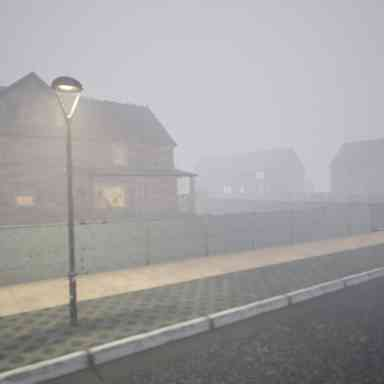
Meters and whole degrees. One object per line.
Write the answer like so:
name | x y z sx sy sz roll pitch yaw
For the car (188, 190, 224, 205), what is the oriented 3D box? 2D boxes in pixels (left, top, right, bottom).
car | 1.646 0.779 41.219 2.150 2.045 5.566 -2 2 -38
